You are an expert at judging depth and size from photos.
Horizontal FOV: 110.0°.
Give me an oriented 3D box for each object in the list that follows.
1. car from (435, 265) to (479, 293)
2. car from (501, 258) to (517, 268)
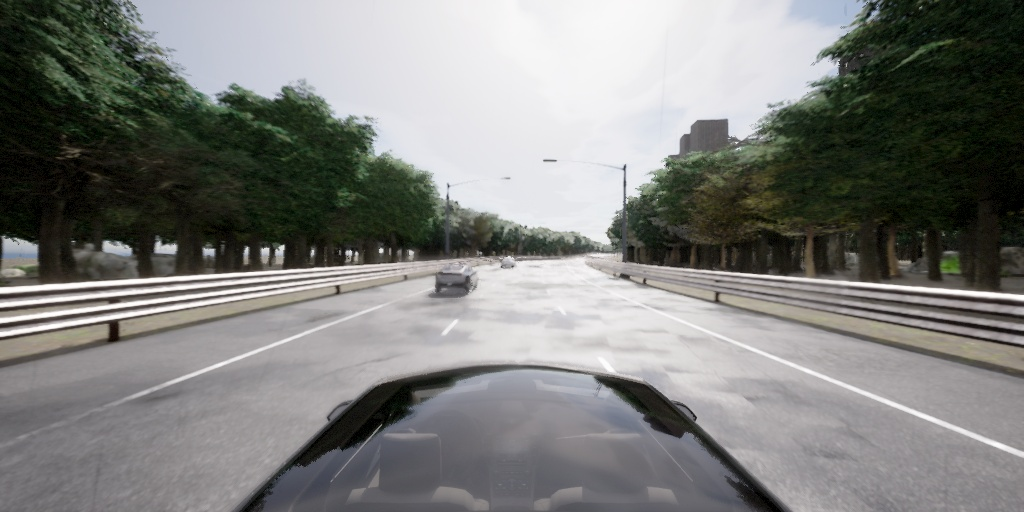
[{"bbox_3d":[-3.045,1.226,20.466,2.128,1.511,4.902,0,0,2],"label":"car"},{"bbox_3d":[-0.452,0.977,53.252,1.812,1.442,4.674,0,1,8],"label":"car"}]
